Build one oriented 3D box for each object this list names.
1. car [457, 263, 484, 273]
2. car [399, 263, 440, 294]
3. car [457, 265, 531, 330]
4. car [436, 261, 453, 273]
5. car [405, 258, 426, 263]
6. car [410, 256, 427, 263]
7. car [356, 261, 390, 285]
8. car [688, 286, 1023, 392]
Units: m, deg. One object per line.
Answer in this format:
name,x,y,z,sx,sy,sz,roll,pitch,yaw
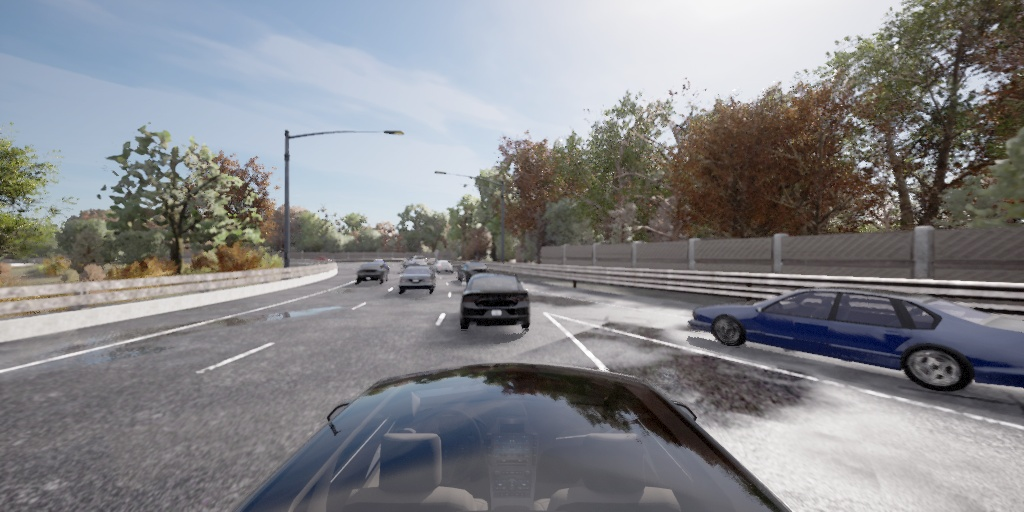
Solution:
car,-3.061,1.275,27.963,1.837,1.490,4.892,0,0,-19
car,-5.375,1.313,20.683,2.033,1.411,5.357,0,0,-11
car,-0.585,1.234,11.260,1.882,1.535,5.008,0,0,-5
car,-8.466,1.308,43.320,1.812,1.442,4.674,0,0,-22
car,-11.983,1.275,42.696,2.128,1.511,4.902,0,0,-22
car,-15.422,1.019,57.540,2.150,2.045,5.566,0,0,-31
car,-10.357,1.277,26.783,1.837,1.490,4.892,0,0,-14
car,6.329,1.297,6.875,2.033,1.411,5.357,0,0,-30
